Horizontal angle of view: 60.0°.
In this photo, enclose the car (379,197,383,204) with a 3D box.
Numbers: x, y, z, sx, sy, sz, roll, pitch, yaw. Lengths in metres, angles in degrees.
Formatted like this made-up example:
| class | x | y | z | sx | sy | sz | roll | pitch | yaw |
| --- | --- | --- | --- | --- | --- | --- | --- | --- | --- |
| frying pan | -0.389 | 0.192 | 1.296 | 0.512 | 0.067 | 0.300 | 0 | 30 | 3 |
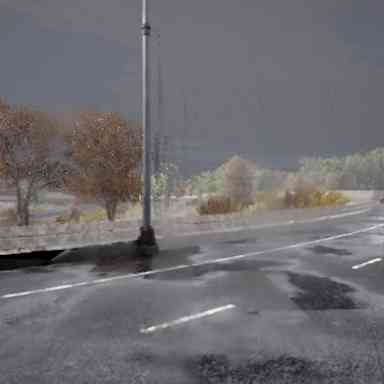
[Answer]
| class | x | y | z | sx | sy | sz | roll | pitch | yaw |
| --- | --- | --- | --- | --- | --- | --- | --- | --- | --- |
| car | 36.283 | 1.599 | 61.699 | 1.837 | 1.490 | 4.892 | 0 | 0 | 15 |
